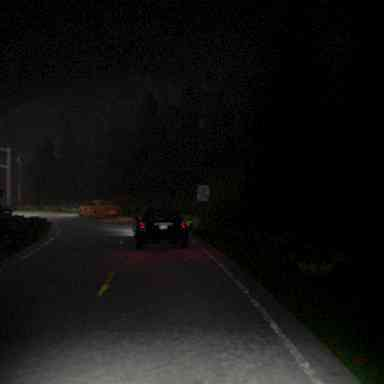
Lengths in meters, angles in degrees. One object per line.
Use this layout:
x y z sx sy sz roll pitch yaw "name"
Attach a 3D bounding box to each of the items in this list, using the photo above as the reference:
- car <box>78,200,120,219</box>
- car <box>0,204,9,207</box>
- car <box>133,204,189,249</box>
-8.194 1.482 29.014 1.882 1.535 5.008 0 0 -42 "car"
-20.641 1.599 33.477 5.357 1.411 2.033 0 0 18 "car"
-1.519 1.363 14.839 2.097 1.767 4.553 0 0 -11 "car"
